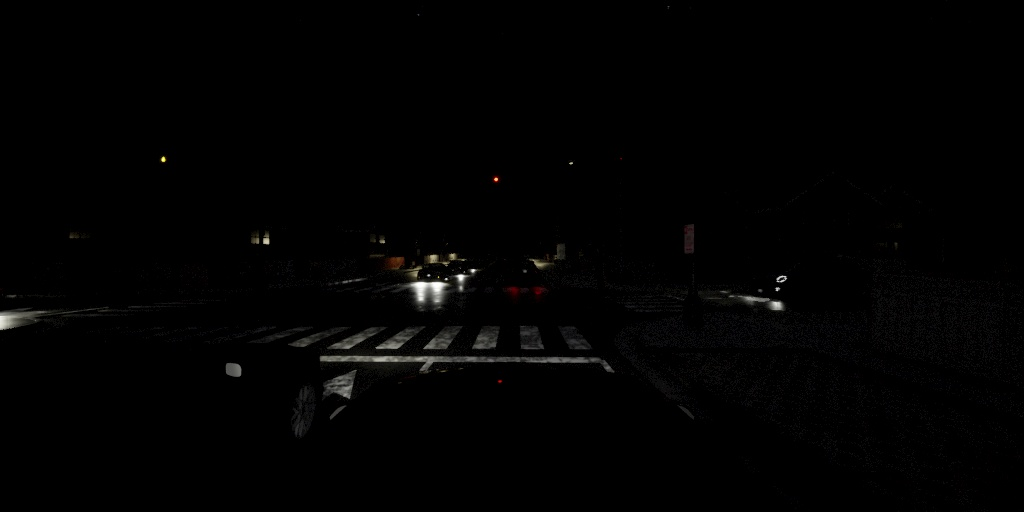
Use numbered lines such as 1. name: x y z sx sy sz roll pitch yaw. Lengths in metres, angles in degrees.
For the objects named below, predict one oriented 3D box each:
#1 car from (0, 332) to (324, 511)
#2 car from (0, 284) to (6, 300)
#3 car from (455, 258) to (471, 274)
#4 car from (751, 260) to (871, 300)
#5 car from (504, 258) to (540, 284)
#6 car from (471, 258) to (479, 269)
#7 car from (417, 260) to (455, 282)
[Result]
1. car: -3.152 1.227 2.210 1.882 1.535 5.008 0 0 1
2. car: -23.173 1.140 13.779 5.566 2.045 2.150 0 0 4
3. car: -5.949 1.165 38.795 1.812 1.442 4.674 0 0 1
4. car: 13.569 0.988 16.371 4.553 1.767 2.097 0 0 -1
5. car: 0.749 1.044 26.188 2.097 1.767 4.553 0 0 -3
6. car: -5.742 1.053 49.816 2.033 1.411 5.357 0 1 2
7. car: -6.126 1.250 28.503 1.994 1.385 4.181 0 0 1
